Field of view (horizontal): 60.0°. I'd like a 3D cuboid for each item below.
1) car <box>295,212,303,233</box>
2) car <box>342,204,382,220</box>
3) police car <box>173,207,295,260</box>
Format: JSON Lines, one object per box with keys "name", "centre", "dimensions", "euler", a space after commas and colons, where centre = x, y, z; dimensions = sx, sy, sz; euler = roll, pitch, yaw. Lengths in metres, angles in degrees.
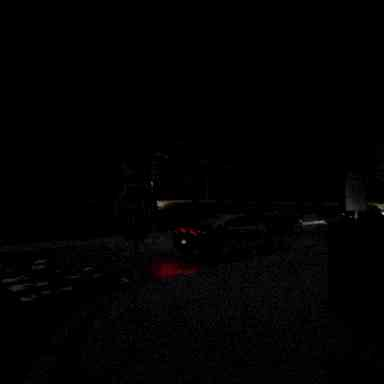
{"name": "car", "centre": [4.562, 1.658, 19.366], "dimensions": [4.902, 1.511, 2.128], "euler": [1, -1, -42]}
{"name": "car", "centre": [14.475, 1.780, 28.178], "dimensions": [4.892, 1.490, 1.837], "euler": [1, -1, -42]}
{"name": "police car", "centre": [1.632, 1.498, 12.955], "dimensions": [5.238, 1.638, 1.930], "euler": [1, -1, -42]}
